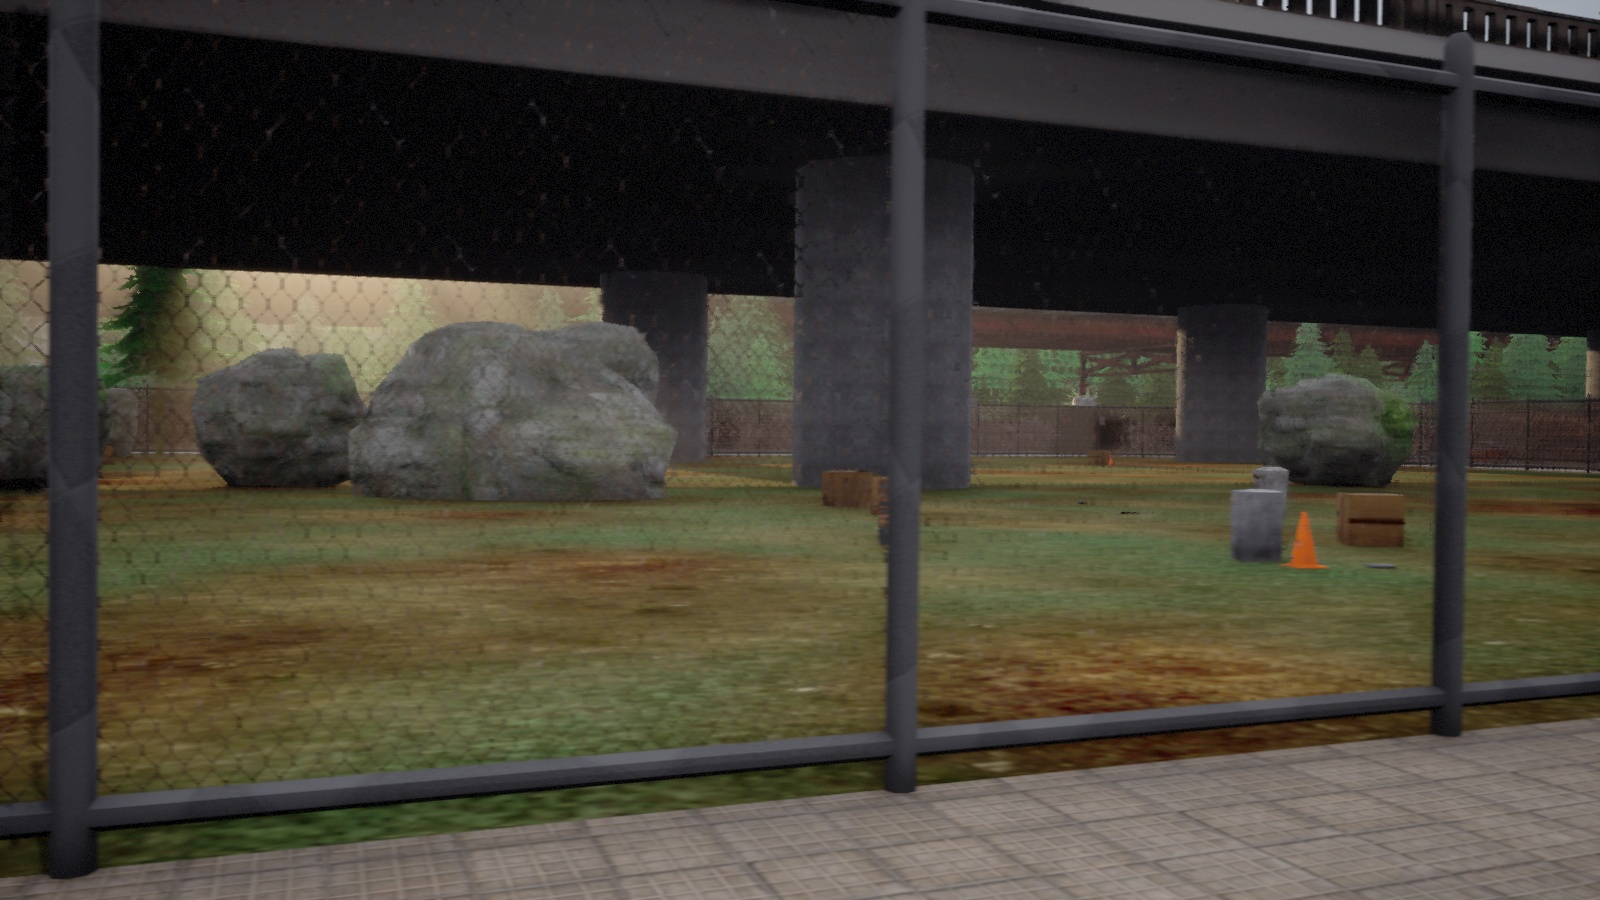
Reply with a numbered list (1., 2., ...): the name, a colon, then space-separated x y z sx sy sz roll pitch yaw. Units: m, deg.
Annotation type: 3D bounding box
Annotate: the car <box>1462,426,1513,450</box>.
1. car: 40.395 -0.730 73.824 1.481 1.376 2.207 -1 1 -21
